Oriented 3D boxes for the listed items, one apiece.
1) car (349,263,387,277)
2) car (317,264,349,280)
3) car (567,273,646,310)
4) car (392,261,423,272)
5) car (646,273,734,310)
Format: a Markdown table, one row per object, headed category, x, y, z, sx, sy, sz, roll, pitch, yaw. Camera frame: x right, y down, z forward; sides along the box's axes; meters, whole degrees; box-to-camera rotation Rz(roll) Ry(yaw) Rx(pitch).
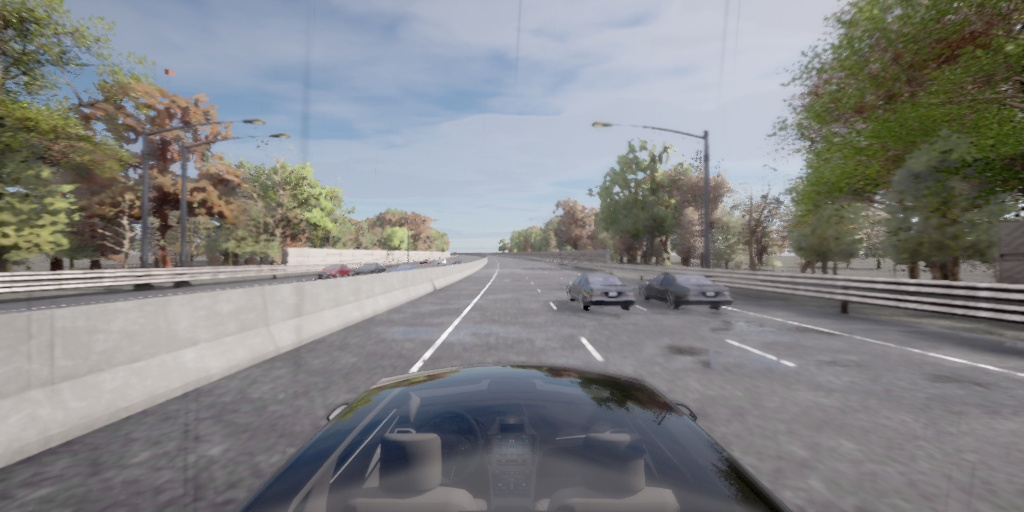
| category | x | y | z | sx | sy | sz | roll | pitch | yaw |
| --- | --- | --- | --- | --- | --- | --- | --- | --- | --- |
| car | -14.247 | 1.516 | 36.303 | 1.882 | 1.535 | 5.008 | 0 | 0 | -1 |
| car | -17.745 | 1.563 | 36.271 | 1.812 | 1.442 | 4.674 | 0 | 0 | -1 |
| car | 3.595 | 1.419 | 15.265 | 2.033 | 1.411 | 5.357 | 0 | -1 | 0 |
| car | -10.748 | 1.565 | 36.459 | 1.812 | 1.442 | 4.674 | 0 | 0 | -1 |
| car | 7.094 | 1.420 | 15.330 | 2.033 | 1.411 | 5.357 | 0 | -1 | 0 |
